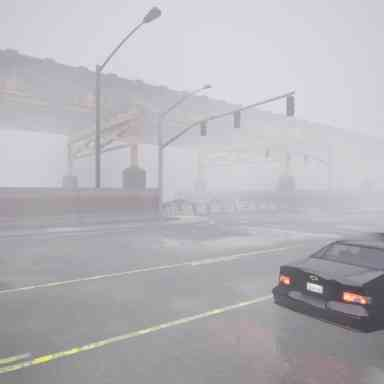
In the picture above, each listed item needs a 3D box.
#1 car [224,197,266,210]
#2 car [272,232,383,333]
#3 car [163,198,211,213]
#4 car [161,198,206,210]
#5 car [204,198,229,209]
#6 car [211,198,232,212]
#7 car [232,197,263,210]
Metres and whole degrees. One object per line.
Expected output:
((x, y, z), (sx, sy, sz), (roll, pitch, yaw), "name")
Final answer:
((6.764, 1.453, 42.506), (4.974, 1.542, 2.038), (0, 0, -8), "car")
((3.954, 1.547, 6.671), (5.357, 1.411, 2.033), (0, 0, -36), "car")
((-0.827, 1.453, 35.985), (4.974, 1.542, 2.038), (0, 0, 7), "car")
((-0.879, 1.295, 35.992), (4.536, 1.218, 1.853), (0, 0, 7), "car")
((2.906, 1.295, 38.757), (1.853, 1.218, 4.536), (0, 0, 17), "car")
((2.891, 1.453, 38.707), (2.038, 1.542, 4.974), (0, 0, 17), "car")
((6.712, 1.295, 42.499), (4.536, 1.218, 1.853), (0, 0, -8), "car")
